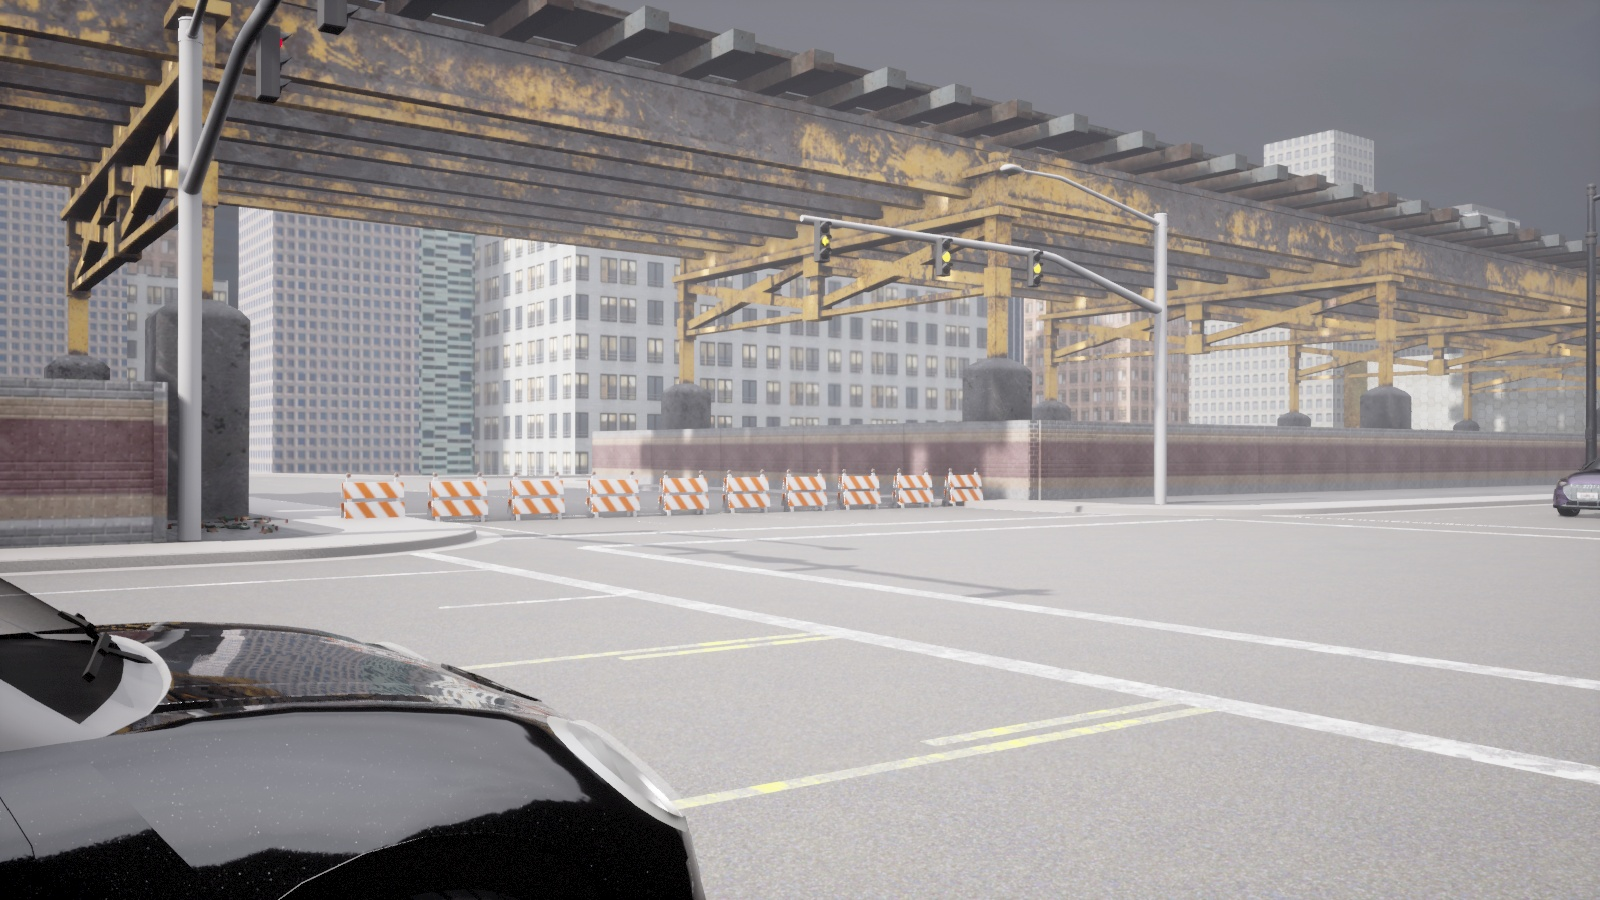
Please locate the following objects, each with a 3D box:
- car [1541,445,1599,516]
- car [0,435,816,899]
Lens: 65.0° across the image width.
[{"bbox_3d":[20.333,0.707,30.642,4.856,1.649,2.033,0,0,-35],"label":"car"},{"bbox_3d":[-2.093,0.720,2.202,3.806,1.475,1.970,0,0,-35],"label":"car"}]
